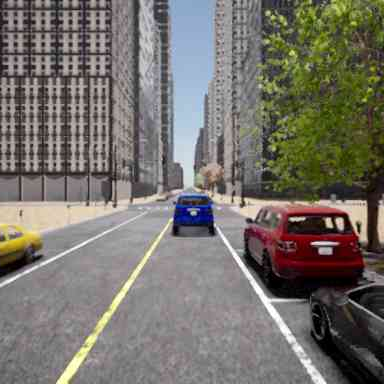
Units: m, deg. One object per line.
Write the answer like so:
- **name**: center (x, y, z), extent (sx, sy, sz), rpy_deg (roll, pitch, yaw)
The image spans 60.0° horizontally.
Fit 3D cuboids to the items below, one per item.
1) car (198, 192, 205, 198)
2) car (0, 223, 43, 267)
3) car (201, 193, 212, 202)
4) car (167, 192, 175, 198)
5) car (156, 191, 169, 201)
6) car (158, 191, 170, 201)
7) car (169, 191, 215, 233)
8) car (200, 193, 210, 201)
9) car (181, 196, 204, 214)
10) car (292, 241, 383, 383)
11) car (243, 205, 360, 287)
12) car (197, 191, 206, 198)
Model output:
- **car**: center (2.554, 0.789, 92.808), extent (1.752, 1.417, 4.829), rpy_deg (0, 1, 0)
- **car**: center (-5.701, 1.468, 8.899), extent (1.752, 1.417, 4.829), rpy_deg (0, 0, 0)
- **car**: center (2.727, 0.966, 64.263), extent (1.967, 1.590, 4.097), rpy_deg (0, 1, 0)
- **car**: center (-5.827, 0.810, 92.631), extent (1.887, 1.381, 4.507), rpy_deg (0, 1, 0)
- **car**: center (-5.913, 1.052, 64.082), extent (1.752, 1.417, 4.829), rpy_deg (0, 0, 0)
- **car**: center (-5.891, 0.790, 69.928), extent (2.192, 1.841, 5.009), rpy_deg (0, 0, 0)
- **car**: center (0.071, 1.099, 18.885), extent (2.150, 2.045, 5.566), rpy_deg (0, 1, 0)
- **car**: center (2.687, 1.027, 69.942), extent (2.008, 1.369, 4.403), rpy_deg (0, 1, 0)
- **car**: center (0.045, 1.259, 33.820), extent (2.128, 1.511, 4.902), rpy_deg (0, 0, 0)
- **car**: center (2.687, 1.544, 3.384), extent (1.947, 1.339, 4.313), rpy_deg (0, 0, 0)
- **car**: center (2.680, 1.257, 9.079), extent (2.192, 1.841, 5.009), rpy_deg (0, 0, 0)
- **car**: center (2.564, 0.634, 86.962), extent (2.192, 1.841, 5.009), rpy_deg (0, 1, 0)
